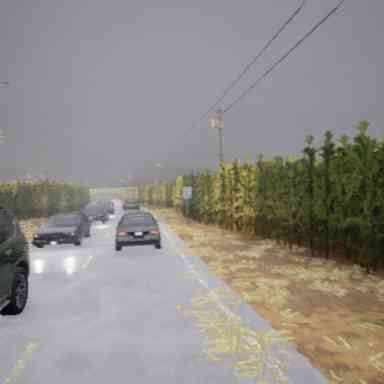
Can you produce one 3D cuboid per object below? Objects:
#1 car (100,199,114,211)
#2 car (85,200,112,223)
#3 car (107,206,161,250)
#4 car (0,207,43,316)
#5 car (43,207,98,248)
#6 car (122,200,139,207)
[{"bbox_3d":[-9.755,1.579,37.099,2.097,1.767,4.553,-2,0,-12],"label":"car"},{"bbox_3d":[-7.845,1.693,26.928,1.837,1.490,4.892,-2,0,-10],"label":"car"},{"bbox_3d":[-2.387,1.592,14.733,2.033,1.411,5.357,-2,0,-9],"label":"car"},{"bbox_3d":[-4.054,1.330,4.690,2.150,2.045,5.566,-2,1,-10],"label":"car"},{"bbox_3d":[-6.058,1.701,16.128,2.033,1.411,5.357,-2,0,-10],"label":"car"},{"bbox_3d":[-8.375,1.735,45.309,1.994,1.385,4.181,-2,0,-15],"label":"car"}]
